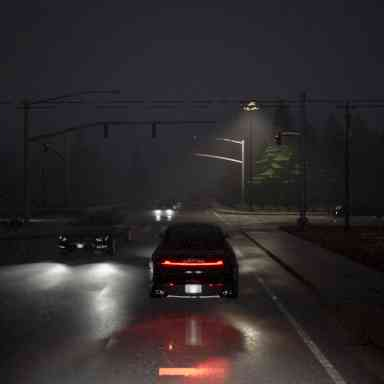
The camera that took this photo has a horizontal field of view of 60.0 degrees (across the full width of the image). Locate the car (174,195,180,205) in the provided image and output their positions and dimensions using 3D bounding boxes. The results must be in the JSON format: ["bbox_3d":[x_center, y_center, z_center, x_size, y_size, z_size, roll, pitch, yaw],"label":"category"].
[{"bbox_3d":[-3.560,1.478,55.821,1.882,1.535,5.008,0,0,1],"label":"car"}]

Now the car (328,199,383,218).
[{"bbox_3d":[14.590,1.379,29.596,4.553,1.767,2.097,0,0,1],"label":"car"}]

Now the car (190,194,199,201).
[{"bbox_3d":[0.580,1.355,80.886,2.097,1.767,4.553,0,0,2],"label":"car"}]

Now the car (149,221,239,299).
[{"bbox_3d":[0.049,1.501,8.461,1.837,1.490,4.892,0,0,1],"label":"car"}]

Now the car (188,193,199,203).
[{"bbox_3d":[0.306,1.224,70.494,2.150,2.045,5.566,0,0,2],"label":"car"}]

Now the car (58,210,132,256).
[{"bbox_3d":[-3.596,1.497,13.110,1.837,1.490,4.892,0,0,0],"label":"car"}]

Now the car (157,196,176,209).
[{"bbox_3d":[-3.592,1.601,44.865,1.895,1.301,4.718,0,0,0],"label":"car"}]
